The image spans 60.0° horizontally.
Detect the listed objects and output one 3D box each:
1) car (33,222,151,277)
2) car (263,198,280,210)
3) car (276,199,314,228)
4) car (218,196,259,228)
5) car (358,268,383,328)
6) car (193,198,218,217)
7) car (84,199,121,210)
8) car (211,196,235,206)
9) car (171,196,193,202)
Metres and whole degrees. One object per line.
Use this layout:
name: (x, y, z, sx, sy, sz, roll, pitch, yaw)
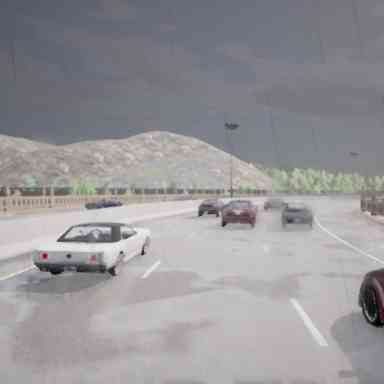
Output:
car: (-2.629, 1.553, 10.121, 1.895, 1.301, 4.718, 0, 0, 7)
car: (10.004, 1.445, 39.739, 2.033, 1.411, 5.357, 0, 0, 27)
car: (6.782, 1.441, 21.654, 2.128, 1.511, 4.902, 0, 0, 15)
car: (3.300, 1.286, 22.081, 2.097, 1.767, 4.553, 0, 0, 14)
car: (3.891, 1.564, 4.283, 1.994, 1.385, 4.181, 0, 0, 3)
car: (1.939, 1.406, 29.551, 1.837, 1.490, 4.892, 0, 0, 19)
car: (-10.108, 1.424, 37.871, 1.895, 1.301, 4.718, 0, 0, 21)
car: (4.962, 1.348, 52.451, 1.837, 1.490, 4.892, 0, 0, 32)
car: (-1.272, 1.327, 48.696, 1.837, 1.490, 4.892, 0, 0, 29)
